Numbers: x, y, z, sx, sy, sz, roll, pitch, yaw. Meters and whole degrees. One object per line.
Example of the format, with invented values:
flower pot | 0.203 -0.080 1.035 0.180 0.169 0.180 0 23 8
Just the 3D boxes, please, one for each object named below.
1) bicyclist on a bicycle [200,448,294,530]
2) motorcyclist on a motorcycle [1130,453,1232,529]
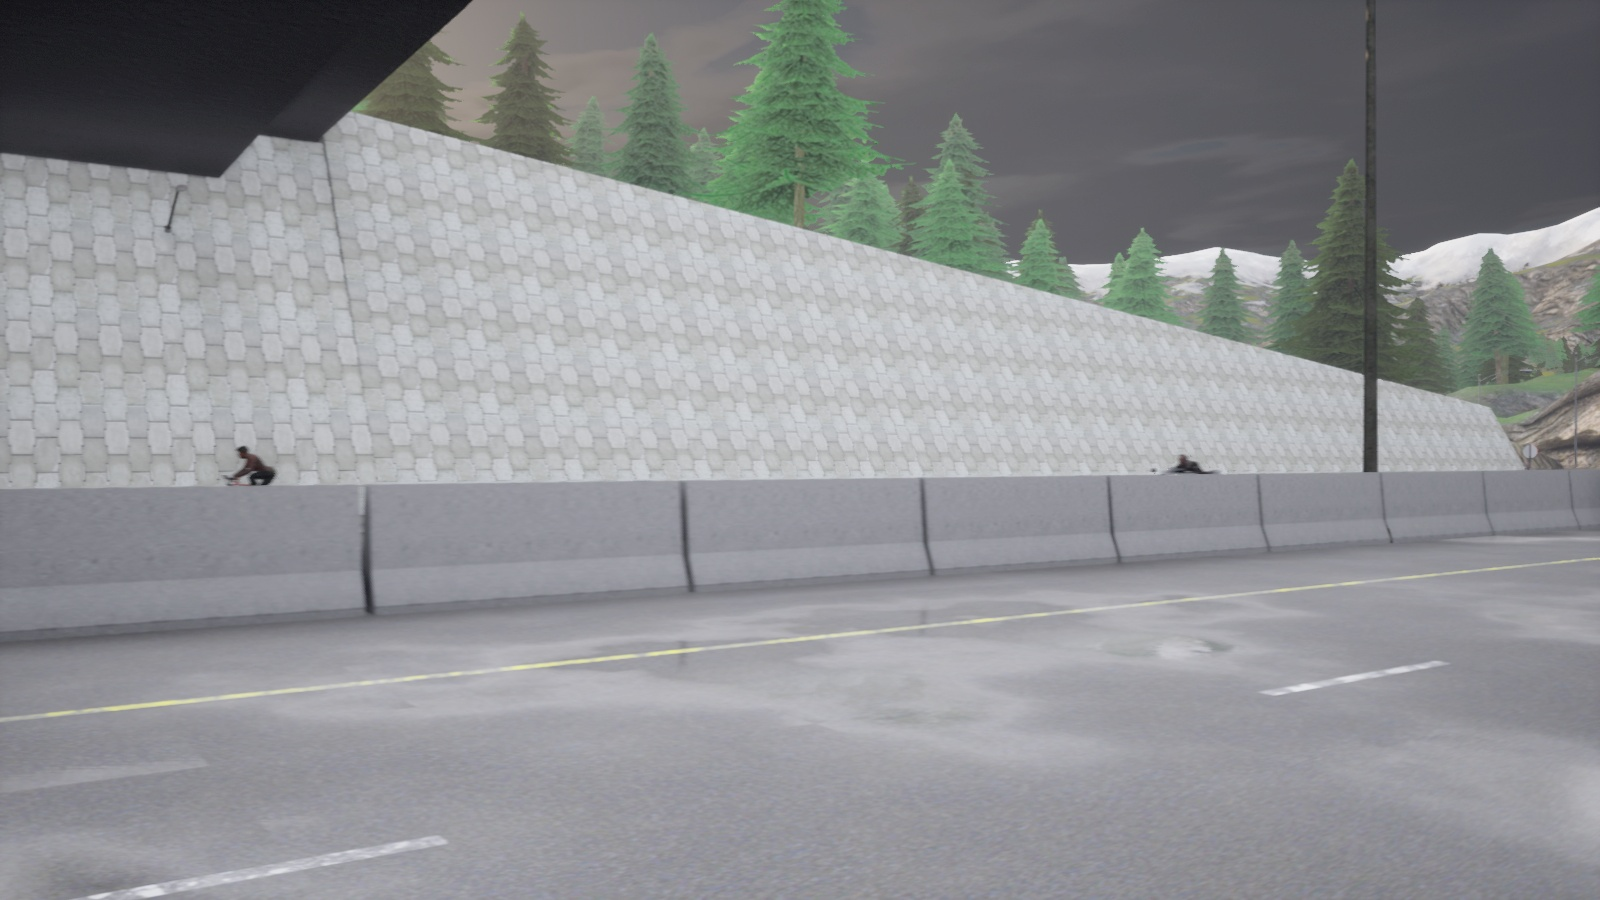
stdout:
bicyclist on a bicycle | -11.290 0.784 25.651 1.656 1.620 0.582 0 0 -35
motorcyclist on a motorcycle | 7.969 0.827 26.262 2.191 1.530 0.866 0 0 -35
